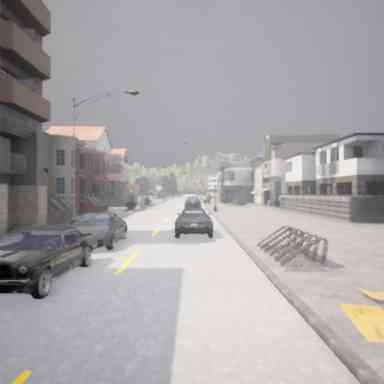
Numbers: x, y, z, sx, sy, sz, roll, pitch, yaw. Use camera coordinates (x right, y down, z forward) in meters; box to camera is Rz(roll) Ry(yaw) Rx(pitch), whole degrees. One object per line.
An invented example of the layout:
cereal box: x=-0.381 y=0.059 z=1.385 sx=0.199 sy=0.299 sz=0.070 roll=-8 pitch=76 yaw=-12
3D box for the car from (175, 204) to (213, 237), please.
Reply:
car: x=0.100 y=1.569 z=18.186 sx=1.994 sy=1.385 sz=4.181 roll=0 pitch=0 yaw=0

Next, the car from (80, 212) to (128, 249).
car: x=-4.059 y=1.568 z=14.353 sx=1.994 sy=1.385 sz=4.181 roll=0 pitch=0 yaw=1

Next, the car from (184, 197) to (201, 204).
car: x=0.102 y=1.363 z=42.467 sx=2.097 sy=1.767 sz=4.553 roll=0 pitch=0 yaw=0

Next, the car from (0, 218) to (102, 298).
car: x=-4.010 y=1.603 z=8.630 sx=1.895 sy=1.301 sz=4.718 roll=0 pitch=0 yaw=0
